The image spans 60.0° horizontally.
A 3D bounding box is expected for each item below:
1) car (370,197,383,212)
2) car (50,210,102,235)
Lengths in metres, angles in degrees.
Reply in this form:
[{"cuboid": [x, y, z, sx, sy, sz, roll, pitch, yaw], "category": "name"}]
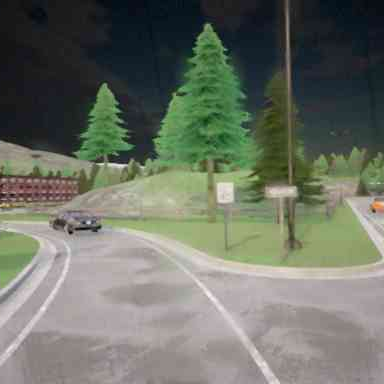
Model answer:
[{"cuboid": [21.995, 1.414, 38.739, 2.097, 1.767, 4.553, -1, -1, 24], "category": "car"}, {"cuboid": [-7.624, 1.898, 21.568, 2.033, 1.411, 5.357, 0, -1, -38], "category": "car"}]
